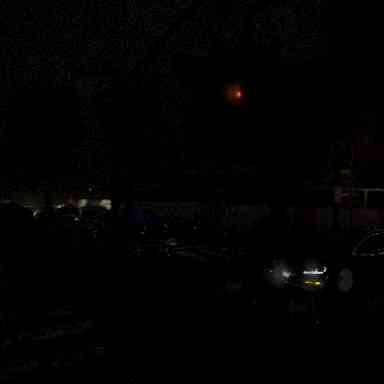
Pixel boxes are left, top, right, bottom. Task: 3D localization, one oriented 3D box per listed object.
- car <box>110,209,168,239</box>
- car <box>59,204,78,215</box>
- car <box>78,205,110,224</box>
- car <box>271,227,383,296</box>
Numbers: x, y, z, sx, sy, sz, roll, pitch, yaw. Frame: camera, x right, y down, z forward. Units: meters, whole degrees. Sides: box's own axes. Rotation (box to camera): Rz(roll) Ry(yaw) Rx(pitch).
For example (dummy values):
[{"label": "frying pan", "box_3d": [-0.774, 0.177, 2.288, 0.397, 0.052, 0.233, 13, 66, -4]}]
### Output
[{"label": "car", "box_3d": [-3.123, 1.777, 19.779, 1.882, 1.535, 5.008, 1, -1, -29]}, {"label": "car", "box_3d": [-15.698, 2.176, 42.391, 1.994, 1.385, 4.181, 1, -1, -29]}, {"label": "car", "box_3d": [-8.269, 1.903, 29.011, 1.882, 1.535, 5.008, 1, -1, -29]}, {"label": "car", "box_3d": [4.366, 1.760, 9.116, 4.892, 1.490, 1.837, 1, -1, -29]}]
